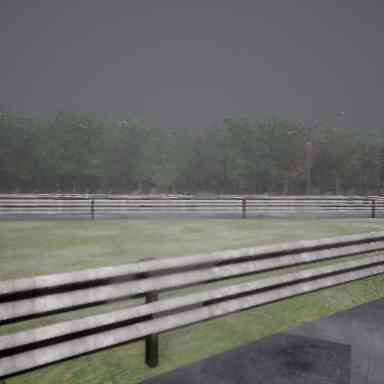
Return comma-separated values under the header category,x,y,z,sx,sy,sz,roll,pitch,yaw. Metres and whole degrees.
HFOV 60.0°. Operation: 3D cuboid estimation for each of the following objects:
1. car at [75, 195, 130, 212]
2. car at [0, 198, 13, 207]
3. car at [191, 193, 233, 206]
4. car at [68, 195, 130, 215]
category,x,y,z,sx,sy,sz,roll,pitch,yaw
car,-8.045,1.018,30.308,4.674,1.442,1.812,0,0,-10
car,-19.496,0.915,31.813,4.181,1.385,1.994,0,1,-10
car,2.118,0.884,35.706,4.553,1.767,2.097,1,0,-10
car,-7.393,1.121,26.868,4.718,1.301,1.895,0,0,-10
